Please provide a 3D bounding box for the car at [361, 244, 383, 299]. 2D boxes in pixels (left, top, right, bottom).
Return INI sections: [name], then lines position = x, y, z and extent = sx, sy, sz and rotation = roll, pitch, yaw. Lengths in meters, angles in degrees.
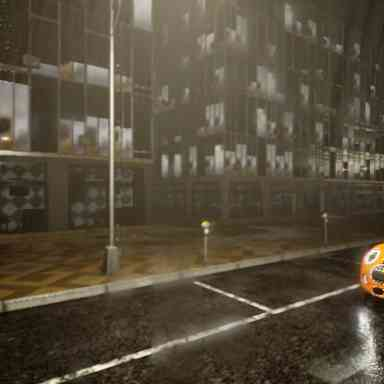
[car]
position = 5.734, 1.345, 7.375
extent = 4.553, 1.767, 2.097
rotation = 0, 0, -36
